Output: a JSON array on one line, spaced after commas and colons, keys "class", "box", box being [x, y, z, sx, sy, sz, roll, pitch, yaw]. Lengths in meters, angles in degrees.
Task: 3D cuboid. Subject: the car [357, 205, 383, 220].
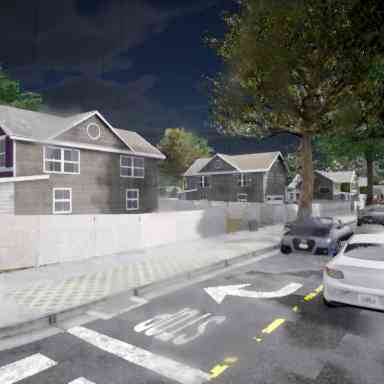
[{"class": "car", "box": [13.562, 1.744, 24.659, 1.837, 1.490, 4.892, -1, -1, 36]}]

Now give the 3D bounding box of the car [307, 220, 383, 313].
[{"class": "car", "box": [4.210, 1.576, 7.220, 1.812, 1.442, 4.674, -1, -1, 36]}]

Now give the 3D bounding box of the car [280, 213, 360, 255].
[{"class": "car", "box": [5.032, 1.698, 13.128, 1.994, 1.385, 4.181, -1, -1, 36]}]
